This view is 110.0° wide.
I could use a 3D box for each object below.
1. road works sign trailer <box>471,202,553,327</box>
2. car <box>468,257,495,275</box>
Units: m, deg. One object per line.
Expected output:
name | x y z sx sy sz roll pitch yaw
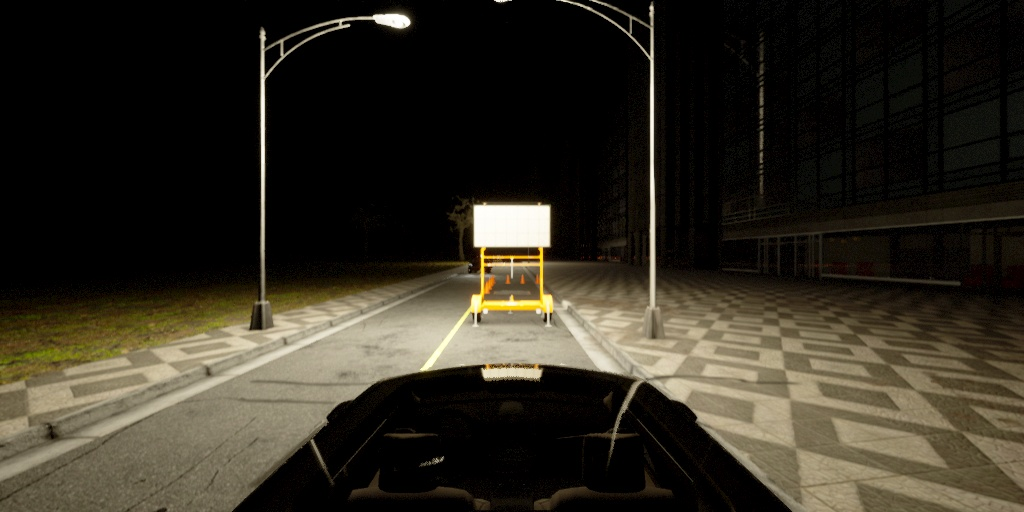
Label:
road works sign trailer | 0.001 0.141 11.232 2.380 3.560 2.880 0 0 0
car | -3.092 0.850 35.207 2.097 1.767 4.553 0 0 0
